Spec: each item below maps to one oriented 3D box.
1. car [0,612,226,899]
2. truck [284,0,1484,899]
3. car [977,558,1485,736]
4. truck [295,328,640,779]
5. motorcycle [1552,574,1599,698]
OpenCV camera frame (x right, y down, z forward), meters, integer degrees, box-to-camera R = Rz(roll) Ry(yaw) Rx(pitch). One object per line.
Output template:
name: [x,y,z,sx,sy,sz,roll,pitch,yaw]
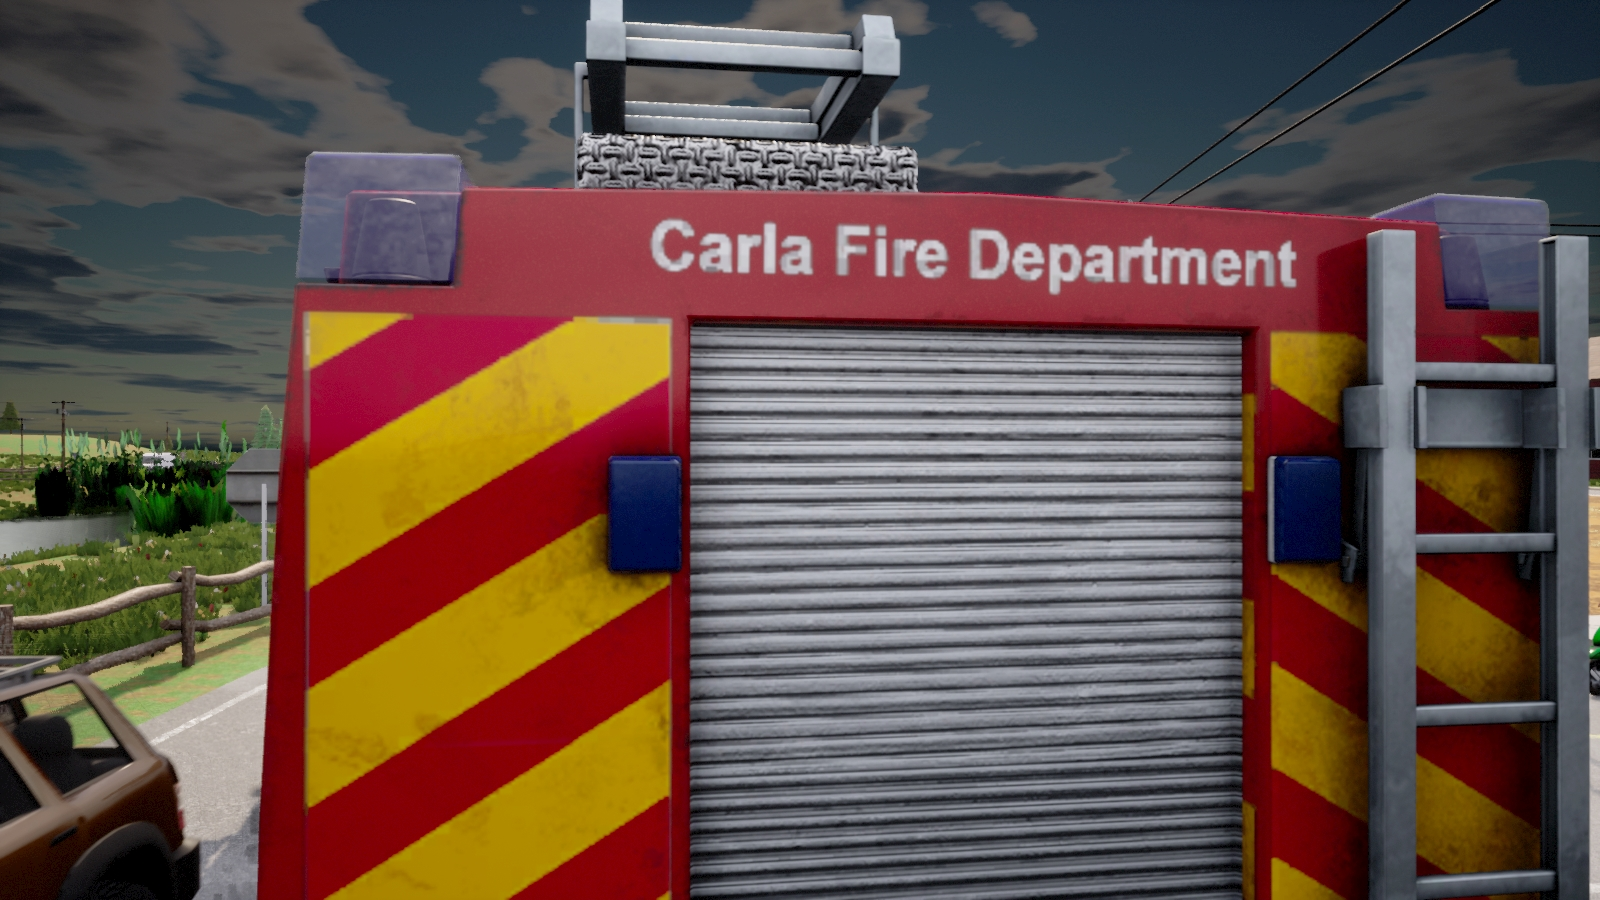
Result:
car: [-4.001,1.829,3.968,1.932,1.855,4.605,0,0,-4]
truck: [-0.347,0.863,6.871,2.891,3.827,8.468,0,0,-9]
car: [4.594,2.059,12.599,4.792,1.488,2.163,0,0,-8]
truck: [-3.800,0.862,14.147,2.891,3.827,8.468,0,0,-13]
motorcycle: [9.897,2.142,13.284,1.805,1.316,0.856,0,0,-6]
